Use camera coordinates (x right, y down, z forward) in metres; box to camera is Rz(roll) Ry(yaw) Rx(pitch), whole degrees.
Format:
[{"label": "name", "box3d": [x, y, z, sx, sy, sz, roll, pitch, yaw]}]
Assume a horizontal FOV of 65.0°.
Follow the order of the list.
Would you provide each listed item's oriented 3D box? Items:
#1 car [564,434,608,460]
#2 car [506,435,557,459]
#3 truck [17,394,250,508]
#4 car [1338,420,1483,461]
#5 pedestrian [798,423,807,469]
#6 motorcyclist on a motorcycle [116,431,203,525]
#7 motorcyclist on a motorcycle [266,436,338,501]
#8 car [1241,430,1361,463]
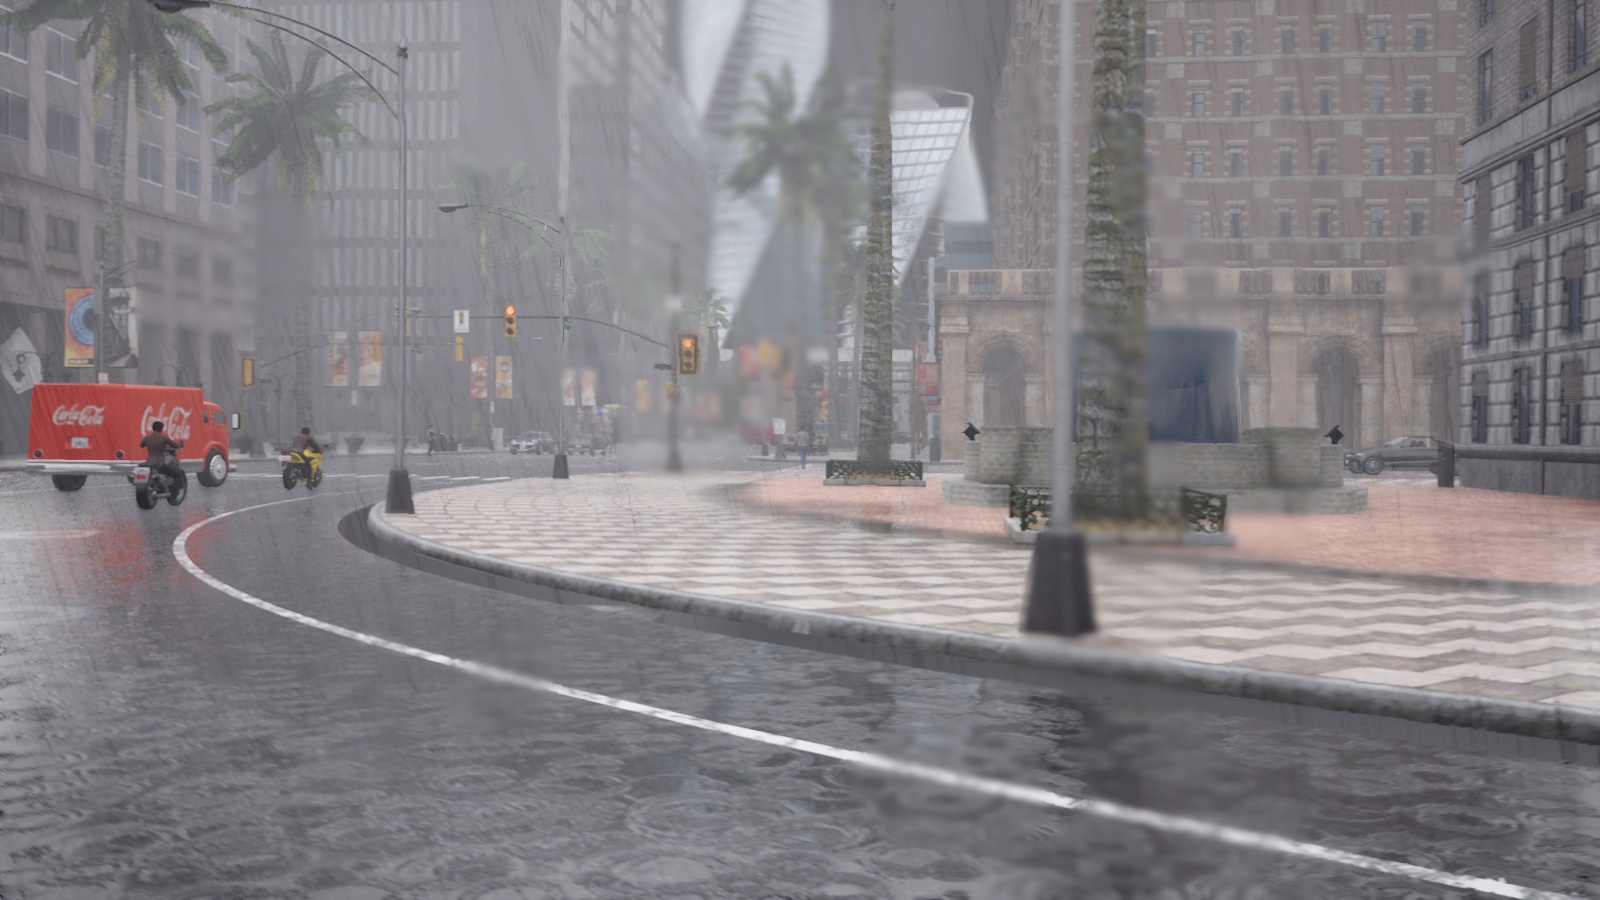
[{"label": "car", "box3d": [-13.486, -0.196, 79.252, 1.789, 1.549, 3.705, 0, 1, 7]}, {"label": "car", "box3d": [-16.964, -0.183, 79.523, 1.970, 1.475, 3.806, 0, 1, 7]}, {"label": "truck", "box3d": [-15.667, -0.009, 29.980, 2.627, 2.467, 5.204, 0, 1, 2]}, {"label": "car", "box3d": [25.536, -0.387, 52.658, 5.027, 1.651, 2.152, 0, 1, 7]}, {"label": "pedestrian", "box3d": [0.097, -0.159, 51.245, 0.354, 1.836, 0.706, -1, 1, -2]}, {"label": "motorcyclist on a motorcycle", "box3d": [-11.887, 0.481, 23.388, 0.766, 1.649, 2.350, -1, 1, -10]}, {"label": "motorcyclist on a motorcycle", "box3d": [-12.117, 0.423, 30.627, 0.797, 1.523, 2.044, 0, 1, 4]}, {"label": "car", "box3d": [22.499, -0.164, 56.535, 4.674, 1.442, 1.812, 0, 1, 7]}]
